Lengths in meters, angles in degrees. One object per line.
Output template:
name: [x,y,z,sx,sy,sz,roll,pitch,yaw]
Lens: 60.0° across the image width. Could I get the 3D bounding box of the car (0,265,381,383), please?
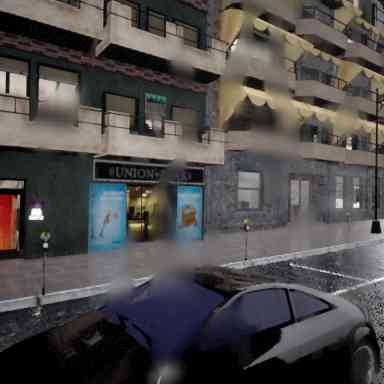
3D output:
car: [0.112,1.565,3.463,4.181,1.385,1.994,0,0,-36]
